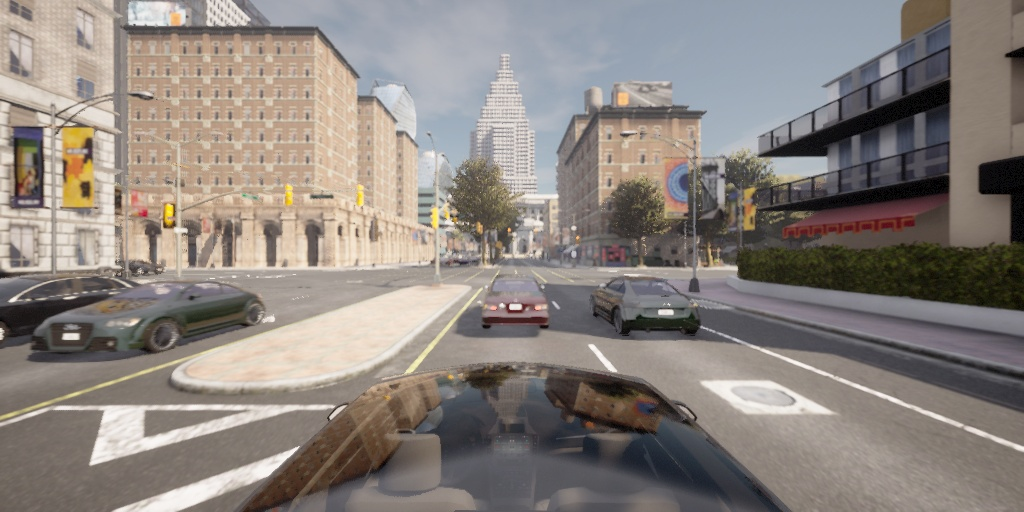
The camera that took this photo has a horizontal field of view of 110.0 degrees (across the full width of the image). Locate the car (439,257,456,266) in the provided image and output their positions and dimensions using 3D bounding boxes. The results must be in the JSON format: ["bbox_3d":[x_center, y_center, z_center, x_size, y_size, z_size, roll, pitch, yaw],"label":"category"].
[{"bbox_3d":[-11.651,0.981,63.016,1.812,1.442,4.674,0,0,0],"label":"car"}]

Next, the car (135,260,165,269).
[{"bbox_3d":[-35.871,1.100,34.064,4.892,1.490,1.837,0,0,0],"label":"car"}]

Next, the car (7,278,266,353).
[{"bbox_3d":[-8.067,1.281,8.559,1.994,1.385,4.181,0,0,0],"label":"car"}]

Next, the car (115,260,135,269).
[{"bbox_3d":[-35.729,0.963,30.563,4.553,1.767,2.097,0,0,0],"label":"car"}]

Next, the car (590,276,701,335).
[{"bbox_3d":[3.584,1.272,10.366,1.994,1.385,4.181,0,0,0],"label":"car"}]

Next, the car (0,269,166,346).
[{"bbox_3d":[-11.565,1.222,8.737,1.837,1.490,4.892,0,0,0],"label":"car"}]

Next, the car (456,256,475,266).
[{"bbox_3d":[-8.151,1.057,62.977,1.895,1.301,4.718,0,0,0],"label":"car"}]

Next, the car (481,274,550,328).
[{"bbox_3d":[0.086,1.252,11.109,2.033,1.411,5.357,0,0,0],"label":"car"}]
